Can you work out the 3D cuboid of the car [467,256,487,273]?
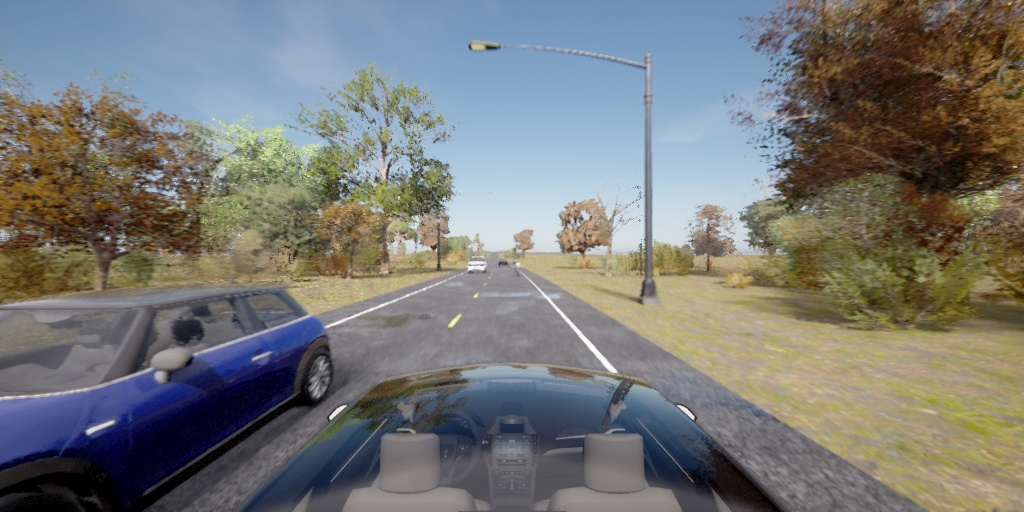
[{"bbox_3d":[-4.165,1.016,43.631,2.150,2.045,5.566,0,0,-1],"label":"car"}]

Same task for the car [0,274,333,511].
[{"bbox_3d":[-3.604,1.109,3.209,2.097,1.767,4.553,0,0,0],"label":"car"}]

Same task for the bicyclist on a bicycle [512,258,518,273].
[{"bbox_3d":[0.357,1.158,44.071,0.659,1.776,1.843,0,0,-2],"label":"bicyclist on a bicycle"}]

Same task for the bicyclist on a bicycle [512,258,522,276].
[{"bbox_3d":[0.595,1.216,35.623,0.866,1.612,1.509,0,0,-2],"label":"bicyclist on a bicycle"}]
